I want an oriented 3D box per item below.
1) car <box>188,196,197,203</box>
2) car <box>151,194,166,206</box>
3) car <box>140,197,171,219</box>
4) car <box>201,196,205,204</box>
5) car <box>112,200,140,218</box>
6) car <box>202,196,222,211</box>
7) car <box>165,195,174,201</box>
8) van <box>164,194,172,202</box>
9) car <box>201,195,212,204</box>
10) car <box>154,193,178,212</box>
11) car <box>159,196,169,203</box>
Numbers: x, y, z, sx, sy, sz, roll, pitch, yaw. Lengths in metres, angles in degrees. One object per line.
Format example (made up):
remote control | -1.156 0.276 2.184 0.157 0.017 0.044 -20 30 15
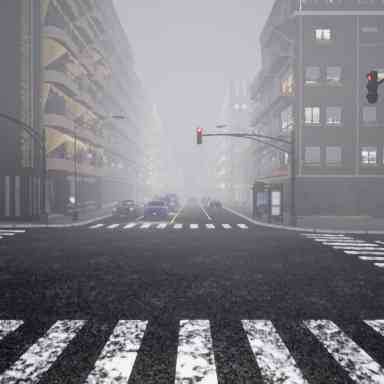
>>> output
car | 0.079 1.559 69.743 1.994 1.385 4.181 0 0 0
car | -5.710 1.311 57.437 2.192 1.841 5.009 0 0 0
car | -3.096 1.474 29.325 1.882 1.535 5.008 0 0 -1
car | 2.675 1.541 46.156 1.887 1.381 4.507 0 0 0
car | -5.701 1.437 29.244 1.967 1.590 4.097 0 0 0
car | 2.676 1.547 40.518 2.008 1.369 4.403 0 0 0
car | -5.716 1.543 85.631 2.008 1.369 4.403 0 0 0
van | -5.715 1.335 79.992 1.690 1.788 3.998 0 0 0
car | 2.670 1.435 63.073 1.967 1.590 4.097 0 0 0
car | -3.099 1.348 38.953 2.097 1.767 4.553 0 0 0
car | -5.712 1.520 68.545 1.752 1.417 4.829 0 0 0
